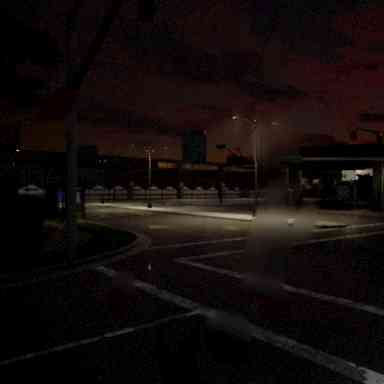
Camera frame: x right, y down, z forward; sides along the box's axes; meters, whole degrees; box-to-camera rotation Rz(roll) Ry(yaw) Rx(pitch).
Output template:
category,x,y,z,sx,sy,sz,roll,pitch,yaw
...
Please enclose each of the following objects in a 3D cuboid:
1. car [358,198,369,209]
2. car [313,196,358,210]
category,x,y,z,sx,sy,sz,roll,pitch,yaw
car,21.236,1.476,44.204,1.970,1.475,3.806,0,0,-35
car,16.968,1.313,40.283,2.242,1.667,4.611,0,0,-35
